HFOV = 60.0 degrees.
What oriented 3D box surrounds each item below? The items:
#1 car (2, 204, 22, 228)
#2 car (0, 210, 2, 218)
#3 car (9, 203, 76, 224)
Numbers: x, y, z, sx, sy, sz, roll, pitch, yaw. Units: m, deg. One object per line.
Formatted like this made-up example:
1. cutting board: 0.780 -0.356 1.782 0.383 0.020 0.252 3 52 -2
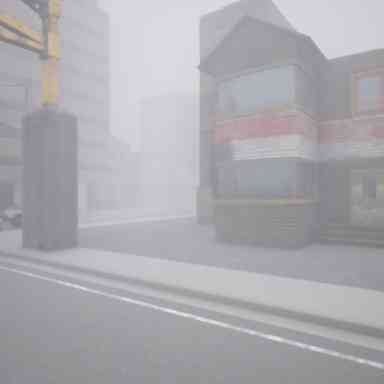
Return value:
1. car: -10.267 1.586 23.210 2.038 1.542 4.974 0 0 16
2. car: -13.416 1.454 25.920 4.536 1.218 1.853 0 0 -29
3. car: -10.254 1.429 23.261 1.853 1.218 4.536 0 0 16
